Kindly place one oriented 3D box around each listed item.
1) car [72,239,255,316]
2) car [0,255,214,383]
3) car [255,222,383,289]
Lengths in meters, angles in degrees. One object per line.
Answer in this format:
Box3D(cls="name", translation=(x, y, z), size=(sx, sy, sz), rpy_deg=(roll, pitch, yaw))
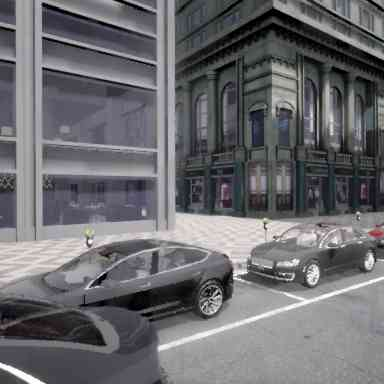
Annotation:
Box3D(cls="car", translation=(-1.178, 1.566, 5.818), size=(4.313, 1.339, 1.947), rpy_deg=(0, 0, -36))
Box3D(cls="car", translation=(-2.387, 1.505, 1.672), size=(4.892, 1.490, 1.837), rpy_deg=(0, 0, -36))
Box3D(cls="car", translation=(3.403, 1.551, 9.101), size=(4.403, 1.369, 2.008), rpy_deg=(0, 0, -36))
